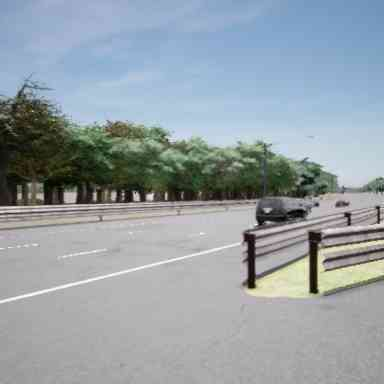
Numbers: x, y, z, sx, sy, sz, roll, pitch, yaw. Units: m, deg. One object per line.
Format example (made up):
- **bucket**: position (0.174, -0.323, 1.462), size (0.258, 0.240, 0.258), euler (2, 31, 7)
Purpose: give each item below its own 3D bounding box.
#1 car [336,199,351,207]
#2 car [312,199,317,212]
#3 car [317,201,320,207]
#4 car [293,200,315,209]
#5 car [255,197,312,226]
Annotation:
- **car**: position (27.226, 1.928, 59.799), size (1.812, 1.442, 4.674), euler (0, -1, 33)
- **car**: position (12.278, 1.735, 37.900), size (1.837, 1.490, 4.892), euler (0, -1, 35)
- **car**: position (19.896, 1.833, 55.272), size (2.128, 1.511, 4.902), euler (0, 0, 34)
- **car**: position (17.281, 1.909, 51.142), size (1.895, 1.301, 4.718), euler (0, 0, 34)
- **car**: position (6.579, 1.391, 24.148), size (2.150, 2.045, 5.566), euler (0, 0, 36)
